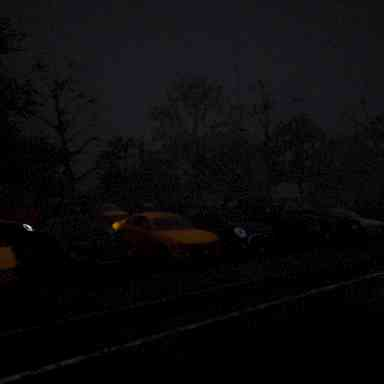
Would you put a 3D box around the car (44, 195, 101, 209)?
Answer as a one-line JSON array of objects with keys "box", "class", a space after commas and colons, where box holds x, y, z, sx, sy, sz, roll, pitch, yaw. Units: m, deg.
[{"box": [-8.466, 1.216, 22.314, 2.435, 2.045, 5.566, 0, 0, -35], "class": "car"}]

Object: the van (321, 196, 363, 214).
[{"box": [18.587, 1.559, 41.366, 1.878, 1.987, 4.442, 1, -1, -35], "class": "van"}]

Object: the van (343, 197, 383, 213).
[{"box": [22.973, 1.700, 44.769, 1.878, 1.987, 4.442, 2, -1, -35], "class": "van"}]

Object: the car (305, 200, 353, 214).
[{"box": [16.378, 1.745, 39.945, 2.097, 1.535, 5.008, 1, 0, -35], "class": "car"}]

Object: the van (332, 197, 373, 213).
[{"box": [20.817, 1.633, 43.237, 1.878, 1.987, 4.442, 2, -1, -35], "class": "van"}]

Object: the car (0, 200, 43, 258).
[{"box": [-8.098, 1.325, 11.942, 4.553, 1.767, 2.097, 0, 0, -35], "class": "car"}]

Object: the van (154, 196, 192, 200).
[{"box": [-1.747, 1.311, 27.199, 1.878, 1.987, 4.442, 1, 0, -35], "class": "van"}]

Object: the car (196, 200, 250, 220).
[{"box": [2.735, 1.588, 30.235, 2.097, 1.535, 5.008, 1, 0, -35], "class": "car"}]

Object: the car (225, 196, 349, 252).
[{"box": [3.486, 1.259, 14.693, 2.435, 2.045, 5.566, 1, 0, -35], "class": "car"}]

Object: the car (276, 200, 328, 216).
[{"box": [11.974, 1.690, 36.582, 1.946, 1.575, 5.366, 1, 0, -35], "class": "car"}]

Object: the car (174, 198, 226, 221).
[{"box": [0.595, 1.437, 28.682, 2.185, 1.767, 4.553, 1, 0, -35], "class": "car"}]

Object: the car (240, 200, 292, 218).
[{"box": [7.354, 1.642, 33.517, 2.231, 1.521, 4.892, 1, 0, -35], "class": "car"}]

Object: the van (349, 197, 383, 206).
[{"box": [10.189, 1.363, 19.636, 1.878, 1.987, 4.442, 1, 0, -35], "class": "van"}]

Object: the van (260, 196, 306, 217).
[{"box": [9.542, 1.441, 35.223, 1.878, 1.987, 4.442, 1, 0, -35], "class": "van"}]

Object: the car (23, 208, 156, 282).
[{"box": [-3.318, 1.459, 9.899, 2.231, 1.521, 4.892, 0, 0, -35], "class": "car"}]

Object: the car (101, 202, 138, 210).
[{"box": [-6.088, 1.484, 23.743, 1.946, 1.575, 5.366, 1, 0, -35], "class": "car"}]

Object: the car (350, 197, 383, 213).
[{"box": [25.315, 1.745, 46.256, 2.435, 2.045, 5.566, 2, -1, -35], "class": "car"}]

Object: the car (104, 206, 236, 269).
[{"box": [-1.059, 1.469, 11.506, 2.097, 1.535, 5.008, 0, 0, -35], "class": "car"}]

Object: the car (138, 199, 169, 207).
[{"box": [-3.936, 1.512, 25.492, 2.231, 1.521, 4.892, 1, 0, -35], "class": "car"}]

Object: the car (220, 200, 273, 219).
[{"box": [5.096, 1.615, 31.913, 2.097, 1.535, 5.008, 1, 0, -35], "class": "car"}]

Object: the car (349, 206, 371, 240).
[{"box": [5.713, 1.566, 16.347, 2.163, 1.488, 4.792, 1, 0, -35], "class": "car"}]

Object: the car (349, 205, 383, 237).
[{"box": [7.991, 1.603, 17.933, 2.002, 1.452, 4.674, 1, 0, -35], "class": "car"}]

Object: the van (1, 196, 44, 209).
[{"box": [-10.876, 1.231, 20.712, 1.878, 1.987, 4.442, 0, 0, -35], "class": "van"}]

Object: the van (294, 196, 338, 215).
[{"box": [14.193, 1.493, 38.242, 1.878, 1.987, 4.442, 1, 0, -35], "class": "van"}]

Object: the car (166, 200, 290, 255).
[{"box": [1.191, 1.362, 13.135, 2.185, 1.767, 4.553, 1, 0, -35], "class": "car"}]
